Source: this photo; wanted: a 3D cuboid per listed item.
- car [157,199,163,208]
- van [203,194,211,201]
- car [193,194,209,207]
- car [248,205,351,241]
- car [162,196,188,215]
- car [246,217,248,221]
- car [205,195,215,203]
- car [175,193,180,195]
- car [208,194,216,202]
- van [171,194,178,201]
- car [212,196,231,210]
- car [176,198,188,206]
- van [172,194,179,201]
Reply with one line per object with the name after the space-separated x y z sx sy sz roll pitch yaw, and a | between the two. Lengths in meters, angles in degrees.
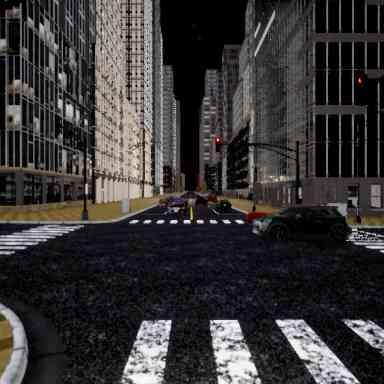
-4.048 1.592 47.321 1.802 1.307 4.206 0 0 0 | car
3.677 1.321 80.524 1.690 1.788 3.998 0 0 0 | van
1.339 1.512 53.096 1.837 1.490 4.892 0 0 0 | car
5.473 1.449 16.932 4.553 1.767 2.097 1 1 -3 | car
-1.527 1.508 33.766 2.128 1.511 4.902 0 0 -1 | car
5.901 1.684 21.532 4.718 1.301 1.895 2 0 16 | car
3.729 1.432 69.469 1.967 1.590 4.097 0 0 0 | car
-4.177 1.426 74.960 1.967 1.590 4.097 0 0 0 | car
3.755 1.313 63.940 2.192 1.841 5.009 0 0 0 | car
-4.203 1.321 80.487 1.690 1.788 3.998 0 0 0 | van
3.907 1.579 41.832 1.947 1.339 4.313 0 0 0 | car
-1.606 1.606 55.353 1.895 1.301 4.718 0 0 0 | car
-4.229 1.315 86.014 1.690 1.788 3.998 0 0 0 | van
